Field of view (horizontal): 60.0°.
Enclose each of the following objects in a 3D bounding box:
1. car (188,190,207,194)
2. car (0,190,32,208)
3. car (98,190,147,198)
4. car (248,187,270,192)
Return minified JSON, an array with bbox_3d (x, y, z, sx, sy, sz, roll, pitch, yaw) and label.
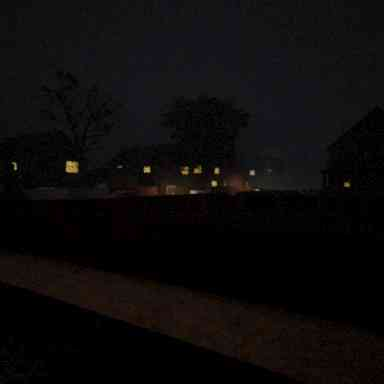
[{"bbox_3d":[0.445,0.483,37.579,1.895,1.301,4.718,3,3,39],"label":"car"},{"bbox_3d":[-12.594,0.714,21.100,2.097,1.767,4.553,2,3,37],"label":"car"},{"bbox_3d":[-6.152,0.601,29.300,1.882,1.535,5.008,3,3,38],"label":"car"},{"bbox_3d":[10.100,-0.103,49.538,2.033,1.411,5.357,3,3,38],"label":"car"}]
